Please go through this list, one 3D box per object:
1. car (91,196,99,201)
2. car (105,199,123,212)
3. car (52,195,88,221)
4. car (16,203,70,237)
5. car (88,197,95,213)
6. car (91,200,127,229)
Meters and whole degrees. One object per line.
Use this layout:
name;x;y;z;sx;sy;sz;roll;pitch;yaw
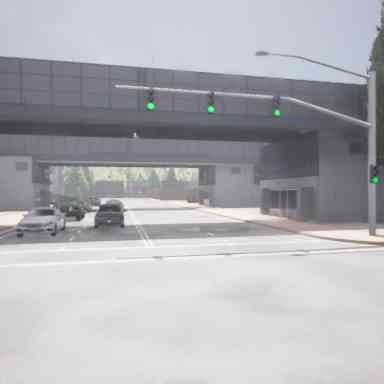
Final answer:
car;-15.705;1.488;53.168;2.097;1.767;4.553;0;0;-12
car;-9.541;1.628;40.923;1.994;1.385;4.181;0;0;-12
car;-10.314;1.279;27.999;2.150;2.045;5.566;0;0;-13
car;-8.246;1.569;18.532;1.812;1.442;4.674;0;0;-12
car;-12.397;1.598;37.587;1.812;1.442;4.674;0;0;-12
car;-5.472;1.540;22.266;1.837;1.490;4.892;0;0;-12
